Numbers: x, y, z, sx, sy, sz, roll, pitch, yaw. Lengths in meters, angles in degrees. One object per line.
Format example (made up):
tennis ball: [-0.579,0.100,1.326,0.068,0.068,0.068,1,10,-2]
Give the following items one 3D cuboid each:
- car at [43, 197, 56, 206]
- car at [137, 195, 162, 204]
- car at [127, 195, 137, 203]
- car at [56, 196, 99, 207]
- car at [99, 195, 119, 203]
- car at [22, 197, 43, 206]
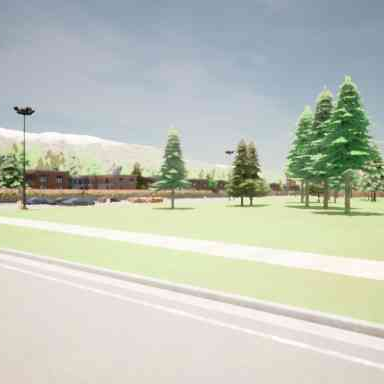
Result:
car: [-20.451,1.476,53.020,1.882,1.535,5.008,0,0,35]
car: [-7.845,1.350,64.874,2.097,1.767,4.553,0,0,35]
car: [-10.819,1.351,66.692,2.097,1.767,4.553,0,0,35]
car: [-17.546,1.546,51.073,2.033,1.411,5.357,0,0,35]
car: [-17.538,1.353,69.250,2.097,1.767,4.553,0,0,35]
car: [-26.339,1.545,56.800,2.033,1.411,5.357,0,0,35]
